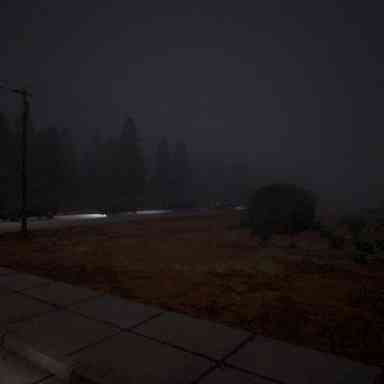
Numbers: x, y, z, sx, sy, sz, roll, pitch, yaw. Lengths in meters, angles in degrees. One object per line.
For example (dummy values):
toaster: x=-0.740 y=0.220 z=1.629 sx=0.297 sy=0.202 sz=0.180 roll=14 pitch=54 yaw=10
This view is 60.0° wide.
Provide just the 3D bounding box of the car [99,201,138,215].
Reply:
car: x=-7.716 y=1.622 z=35.052 sx=1.994 sy=1.385 sz=4.181 roll=0 pitch=0 yaw=37

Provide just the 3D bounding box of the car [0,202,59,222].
car: x=-13.451 y=1.549 z=27.314 sx=2.128 sy=1.511 sz=4.902 roll=0 pitch=0 yaw=37

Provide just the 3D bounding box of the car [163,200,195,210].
car: x=-1.643 y=1.659 z=43.227 sx=1.895 sy=1.301 sz=4.718 roll=0 pitch=0 yaw=37

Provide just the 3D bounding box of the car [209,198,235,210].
car: x=4.066 y=1.580 z=44.709 sx=1.812 sy=1.442 sz=4.674 roll=0 pitch=0 yaw=38
